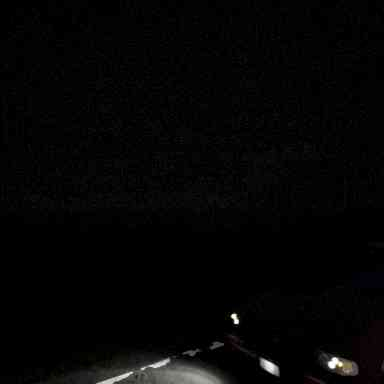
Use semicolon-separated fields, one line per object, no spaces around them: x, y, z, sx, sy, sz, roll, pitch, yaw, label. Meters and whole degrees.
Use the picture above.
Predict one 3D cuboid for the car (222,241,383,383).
3.023;1.552;5.232;5.357;1.411;2.033;0;0;-36;car
